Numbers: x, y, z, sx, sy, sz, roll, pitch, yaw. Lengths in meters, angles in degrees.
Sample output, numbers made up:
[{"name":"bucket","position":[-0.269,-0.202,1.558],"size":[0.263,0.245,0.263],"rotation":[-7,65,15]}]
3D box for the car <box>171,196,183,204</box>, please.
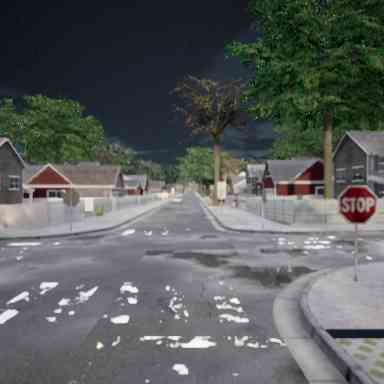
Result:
[{"name":"car","position":[-2.712,1.451,60.730],"size":[1.895,1.301,4.718],"rotation":[0,0,0]}]
